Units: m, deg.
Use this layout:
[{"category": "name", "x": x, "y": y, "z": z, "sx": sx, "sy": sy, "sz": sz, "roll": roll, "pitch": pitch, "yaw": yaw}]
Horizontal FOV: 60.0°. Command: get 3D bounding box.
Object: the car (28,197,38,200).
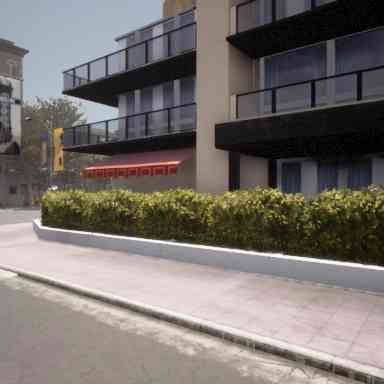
[{"category": "car", "x": -34.495, "y": 1.481, "z": 68.404, "sx": 4.892, "sy": 1.521, "sz": 2.231, "roll": 0, "pitch": 0, "yaw": 37}]
